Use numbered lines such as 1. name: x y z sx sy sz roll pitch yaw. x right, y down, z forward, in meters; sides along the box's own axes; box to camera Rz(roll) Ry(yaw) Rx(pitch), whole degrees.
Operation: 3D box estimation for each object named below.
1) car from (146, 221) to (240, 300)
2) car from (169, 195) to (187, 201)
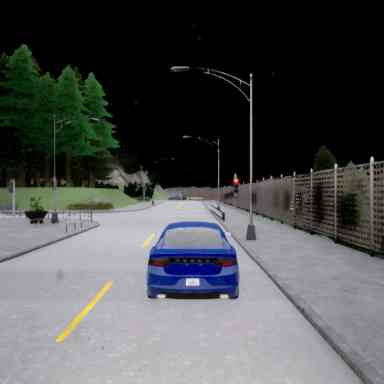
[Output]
1. car: 0.033 1.476 8.478 1.882 1.535 5.008 0 0 0
2. car: -3.849 1.525 87.969 5.357 1.411 2.033 0 0 40
